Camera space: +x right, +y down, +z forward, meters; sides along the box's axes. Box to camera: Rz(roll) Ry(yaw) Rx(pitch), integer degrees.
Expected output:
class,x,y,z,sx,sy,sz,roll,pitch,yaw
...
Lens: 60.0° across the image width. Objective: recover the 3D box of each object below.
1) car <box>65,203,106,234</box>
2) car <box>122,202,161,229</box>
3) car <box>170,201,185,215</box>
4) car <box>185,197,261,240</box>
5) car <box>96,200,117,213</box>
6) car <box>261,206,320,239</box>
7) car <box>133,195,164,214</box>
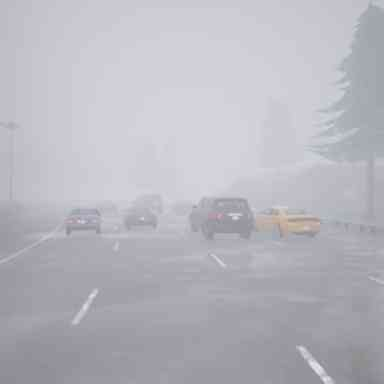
class,x,y,z,sx,sy,sz,roll,pitch,yaw
car,-6.316,1.589,19.576,2.033,1.411,5.357,0,0,-16
car,-3.587,1.607,22.350,1.994,1.385,4.181,0,0,-16
car,-0.831,1.628,34.969,1.994,1.385,4.181,0,0,-23
car,1.372,1.252,17.418,2.150,2.045,5.566,0,0,-12
car,-9.872,1.640,37.652,1.994,1.385,4.181,0,0,-27
car,4.798,1.505,17.786,1.882,1.535,5.008,0,0,-11
car,-4.773,1.290,35.394,2.150,2.045,5.566,0,0,-25
